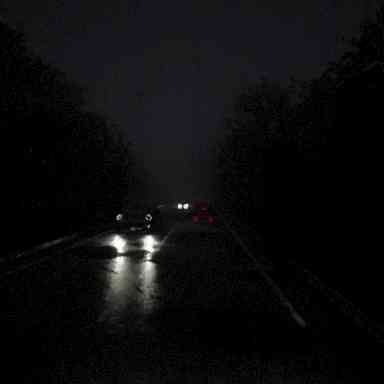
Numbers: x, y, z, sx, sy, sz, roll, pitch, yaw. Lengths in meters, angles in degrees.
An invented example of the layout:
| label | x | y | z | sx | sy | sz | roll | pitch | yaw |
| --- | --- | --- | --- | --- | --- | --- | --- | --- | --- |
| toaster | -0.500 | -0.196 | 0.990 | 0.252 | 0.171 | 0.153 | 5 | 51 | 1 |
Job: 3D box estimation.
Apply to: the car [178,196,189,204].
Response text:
| label | x | y | z | sx | sy | sz | roll | pitch | yaw |
| --- | --- | --- | --- | --- | --- | --- | --- | --- | --- |
| car | -1.537 | 1.483 | 62.745 | 2.128 | 1.511 | 4.902 | 0 | 0 | 2 |

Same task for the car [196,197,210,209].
| label | x | y | z | sx | sy | sz | roll | pitch | yaw |
| --- | --- | --- | --- | --- | --- | --- | --- | --- | --- |
| car | 1.613 | 1.528 | 48.574 | 1.837 | 1.490 | 4.892 | 0 | 0 | 2 |

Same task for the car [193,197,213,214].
| label | x | y | z | sx | sy | sz | roll | pitch | yaw |
| --- | --- | --- | --- | --- | --- | --- | --- | --- | --- |
| car | 1.184 | 1.498 | 35.124 | 1.882 | 1.535 | 5.008 | 0 | 0 | 2 |

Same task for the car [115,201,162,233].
| label | x | y | z | sx | sy | sz | roll | pitch | yaw |
| --- | --- | --- | --- | --- | --- | --- | --- | --- | --- |
| car | -3.007 | 1.338 | 19.472 | 2.097 | 1.767 | 4.553 | 0 | 0 | 2 |
